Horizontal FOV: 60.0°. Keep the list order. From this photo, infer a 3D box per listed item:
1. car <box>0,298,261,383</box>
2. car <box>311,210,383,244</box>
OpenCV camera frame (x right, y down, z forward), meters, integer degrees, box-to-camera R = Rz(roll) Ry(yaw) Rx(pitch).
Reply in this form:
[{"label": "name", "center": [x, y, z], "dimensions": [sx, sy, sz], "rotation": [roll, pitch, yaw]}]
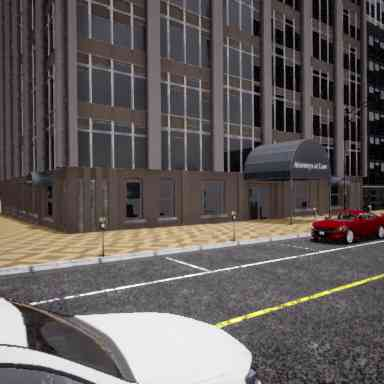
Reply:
[{"label": "car", "center": [-1.526, 1.527, 2.243], "dimensions": [4.674, 1.442, 1.812], "rotation": [1, 0, -36]}, {"label": "car", "center": [7.474, 1.542, 15.764], "dimensions": [4.507, 1.381, 1.887], "rotation": [0, -1, -35]}]
